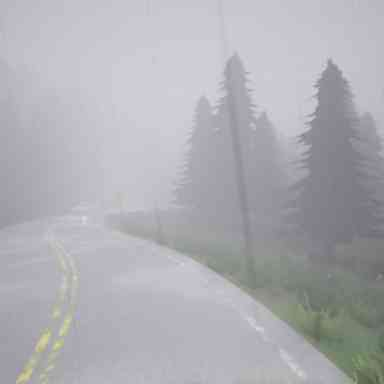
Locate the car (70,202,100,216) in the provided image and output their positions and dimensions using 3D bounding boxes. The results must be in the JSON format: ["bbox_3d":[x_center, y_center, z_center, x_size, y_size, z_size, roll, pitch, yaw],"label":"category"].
[{"bbox_3d":[-12.229,1.930,38.372,1.812,1.442,4.674,-1,0,9],"label":"car"}]
